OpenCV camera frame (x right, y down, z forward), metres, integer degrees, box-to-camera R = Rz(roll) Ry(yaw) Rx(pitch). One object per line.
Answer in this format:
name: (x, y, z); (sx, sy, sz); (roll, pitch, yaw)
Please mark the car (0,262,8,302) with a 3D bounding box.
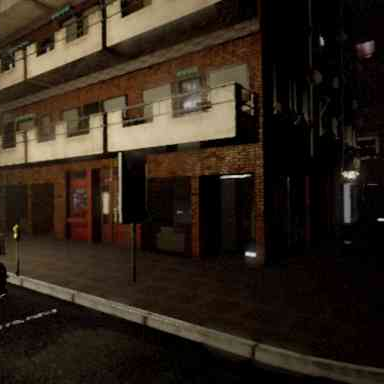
car: (-5.410, 1.548, 6.748); (4.403, 1.369, 2.008); (0, -1, 36)
